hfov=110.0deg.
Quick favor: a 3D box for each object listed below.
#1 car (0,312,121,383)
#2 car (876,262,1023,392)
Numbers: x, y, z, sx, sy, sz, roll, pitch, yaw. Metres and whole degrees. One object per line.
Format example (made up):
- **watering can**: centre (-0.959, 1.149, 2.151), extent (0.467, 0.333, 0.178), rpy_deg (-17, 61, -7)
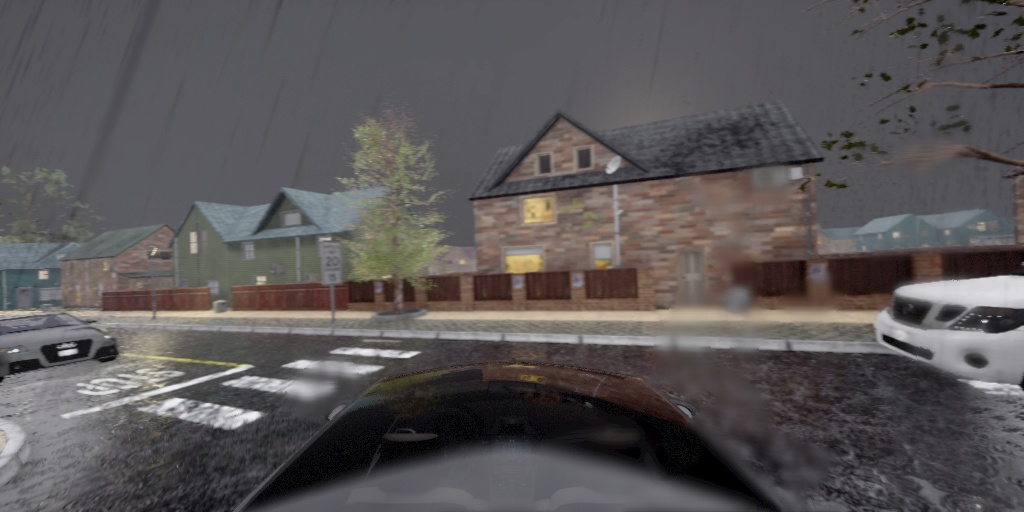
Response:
- **car**: centre (-12.203, 2.196, 9.171), extent (4.181, 1.385, 1.994), rpy_deg (-4, -1, 23)
- **car**: centre (7.856, 0.572, 3.861), extent (5.566, 2.045, 2.150), rpy_deg (-4, -1, 23)
